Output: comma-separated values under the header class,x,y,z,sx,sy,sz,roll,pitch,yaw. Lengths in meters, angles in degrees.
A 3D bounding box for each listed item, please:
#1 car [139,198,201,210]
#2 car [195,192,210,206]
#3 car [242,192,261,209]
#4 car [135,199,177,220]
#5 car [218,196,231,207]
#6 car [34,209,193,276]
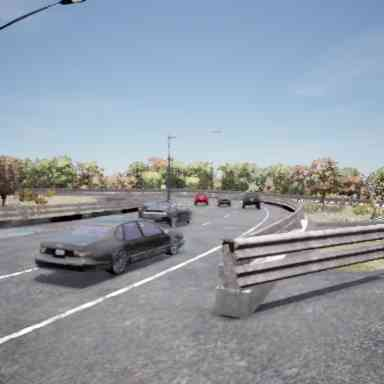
class,x,y,z,sx,sy,sz,roll,pitch,yaw
car,-1.409,1.406,21.221,2.128,1.511,4.902,0,0,20
car,1.590,1.027,51.940,2.150,2.045,5.566,0,0,4
car,7.680,1.076,43.135,2.150,2.045,5.566,0,0,8
car,-2.883,1.411,27.801,1.812,1.442,4.674,0,0,17
car,4.754,1.332,48.352,1.837,1.490,4.892,0,0,6
car,-2.115,1.502,10.335,2.033,1.411,5.357,0,0,26
